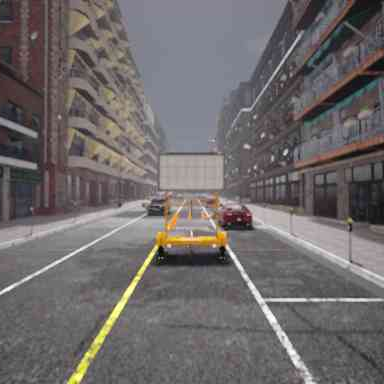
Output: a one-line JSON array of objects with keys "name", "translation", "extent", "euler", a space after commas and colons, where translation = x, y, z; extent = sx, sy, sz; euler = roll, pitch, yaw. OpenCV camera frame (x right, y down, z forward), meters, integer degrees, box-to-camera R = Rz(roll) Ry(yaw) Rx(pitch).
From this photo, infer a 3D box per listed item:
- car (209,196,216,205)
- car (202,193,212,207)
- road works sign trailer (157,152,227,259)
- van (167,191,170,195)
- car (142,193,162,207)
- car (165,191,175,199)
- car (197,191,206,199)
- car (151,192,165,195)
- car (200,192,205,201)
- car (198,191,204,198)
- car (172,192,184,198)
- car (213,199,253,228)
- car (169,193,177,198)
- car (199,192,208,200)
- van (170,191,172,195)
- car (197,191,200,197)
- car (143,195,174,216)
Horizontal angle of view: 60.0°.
[{"name": "car", "translation": [2.583, 1.301, 26.116], "extent": [1.752, 1.417, 4.829], "euler": [1, 0, 0]}, {"name": "car", "translation": [2.580, 1.201, 42.536], "extent": [1.887, 1.381, 4.507], "euler": [1, 0, 0]}, {"name": "road works sign trailer", "translation": [-0.011, 0.355, 12.076], "extent": [2.380, 3.560, 2.880], "euler": [0, 0, 0]}, {"name": "van", "translation": [-5.296, 0.885, 59.187], "extent": [1.690, 1.788, 3.998], "euler": [2, 0, 0]}, {"name": "car", "translation": [-5.299, 1.182, 42.428], "extent": [1.752, 1.417, 4.829], "euler": [2, 0, 0]}, {"name": "car", "translation": [-5.299, 0.737, 81.309], "extent": [2.192, 1.841, 5.009], "euler": [1, 0, 0]}, {"name": "car", "translation": [2.546, 0.709, 86.781], "extent": [2.192, 1.841, 5.009], "euler": [1, 0, 0]}, {"name": "car", "translation": [-5.294, 0.932, 48.128], "extent": [2.192, 1.841, 5.009], "euler": [2, 0, 0]}, {"name": "car", "translation": [2.579, 1.168, 48.067], "extent": [2.008, 1.369, 4.403], "euler": [1, 0, 0]}, {"name": "car", "translation": [2.578, 1.056, 64.659], "extent": [1.887, 1.381, 4.507], "euler": [1, 0, 0]}, {"name": "car", "translation": [-2.757, 1.029, 70.421], "extent": [1.994, 1.385, 4.181], "euler": [0, 0, 0]}, {"name": "car", "translation": [2.583, 1.366, 20.414], "extent": [1.887, 1.381, 4.507], "euler": [1, 0, 0]}, {"name": "car", "translation": [-5.306, 0.934, 92.373], "extent": [1.947, 1.339, 4.313], "euler": [1, 0, 0]}, {"name": "car", "translation": [2.587, 0.891, 75.720], "extent": [1.967, 1.590, 4.097], "euler": [1, 0, 0]}, {"name": "van", "translation": [-5.298, 0.853, 64.719], "extent": [1.690, 1.788, 3.998], "euler": [1, 0, 0]}, {"name": "car", "translation": [2.577, 1.025, 70.189], "extent": [1.887, 1.381, 4.507], "euler": [1, 0, 0]}, {"name": "car", "translation": [-2.852, 1.254, 29.598], "extent": [1.837, 1.490, 4.892], "euler": [0, 0, 0]}]
